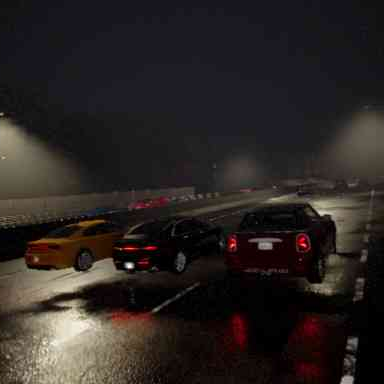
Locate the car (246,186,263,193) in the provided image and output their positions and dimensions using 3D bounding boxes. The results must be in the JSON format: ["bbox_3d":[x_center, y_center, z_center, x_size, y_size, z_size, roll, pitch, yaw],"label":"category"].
[{"bbox_3d":[14.558,-0.413,74.283,2.097,1.767,4.553,-5,0,29],"label":"car"}]

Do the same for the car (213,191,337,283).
[{"bbox_3d":[2.611,1.088,9.073,2.097,1.767,4.553,-5,0,29],"label":"car"}]

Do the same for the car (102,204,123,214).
[{"bbox_3d":[-8.064,2.185,40.443,2.128,1.511,4.902,-5,0,29],"label":"car"}]

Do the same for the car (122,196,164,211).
[{"bbox_3d":[-5.066,1.635,38.702,2.150,2.045,5.566,-5,0,29],"label":"car"}]

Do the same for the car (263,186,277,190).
[{"bbox_3d":[17.612,-0.500,72.565,1.994,1.385,4.181,-5,0,29],"label":"car"}]

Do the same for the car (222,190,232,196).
[{"bbox_3d":[8.461,0.353,77.642,1.994,1.385,4.181,-5,0,29],"label":"car"}]

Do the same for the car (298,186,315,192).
[{"bbox_3d":[17.233,-0.137,50.114,1.994,1.385,4.181,-5,0,29],"label":"car"}]

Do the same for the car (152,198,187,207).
[{"bbox_3d":[-1.862,1.607,37.255,2.128,1.511,4.902,-5,0,29],"label":"car"}]

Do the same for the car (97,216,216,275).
[{"bbox_3d":[-0.467,1.530,10.695,1.837,1.490,4.892,-5,0,29],"label":"car"}]

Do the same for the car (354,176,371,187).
[{"bbox_3d":[34.156,-1.818,66.415,1.837,1.490,4.892,-5,0,29],"label":"car"}]

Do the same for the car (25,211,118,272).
[{"bbox_3d":[-3.567,1.791,12.299,1.882,1.535,5.008,-5,0,29],"label":"car"}]

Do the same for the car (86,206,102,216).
[{"bbox_3d":[-11.207,2.464,41.964,1.882,1.535,5.008,-5,0,29],"label":"car"}]

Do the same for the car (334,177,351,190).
[{"bbox_3d":[28.176,-1.525,62.827,2.150,2.045,5.566,-5,0,29],"label":"car"}]

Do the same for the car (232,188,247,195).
[{"bbox_3d":[11.507,-0.129,75.976,2.097,1.767,4.553,-5,0,29],"label":"car"}]
